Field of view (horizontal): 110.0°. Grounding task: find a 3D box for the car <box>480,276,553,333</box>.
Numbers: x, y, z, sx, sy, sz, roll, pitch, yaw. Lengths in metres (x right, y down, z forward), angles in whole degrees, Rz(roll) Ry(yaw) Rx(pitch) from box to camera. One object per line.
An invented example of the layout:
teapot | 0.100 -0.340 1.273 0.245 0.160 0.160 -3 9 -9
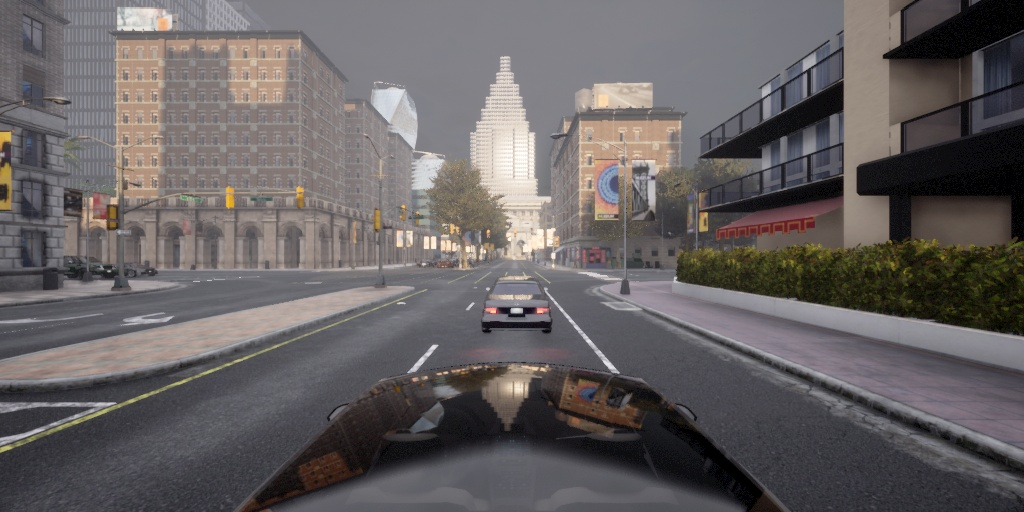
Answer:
car | 0.143 1.297 10.709 2.033 1.411 5.357 0 0 1

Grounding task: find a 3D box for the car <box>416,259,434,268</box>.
car | -14.535 1.242 61.520 2.128 1.511 4.902 0 0 1

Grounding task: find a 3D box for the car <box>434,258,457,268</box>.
car | -11.065 1.102 59.635 2.097 1.767 4.553 0 0 1

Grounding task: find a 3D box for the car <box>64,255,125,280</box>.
car | -37.615 0.971 31.029 5.566 2.045 2.150 0 0 0

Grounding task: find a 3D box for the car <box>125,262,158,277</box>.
car | -36.838 1.314 34.530 4.181 1.385 1.994 0 0 0
